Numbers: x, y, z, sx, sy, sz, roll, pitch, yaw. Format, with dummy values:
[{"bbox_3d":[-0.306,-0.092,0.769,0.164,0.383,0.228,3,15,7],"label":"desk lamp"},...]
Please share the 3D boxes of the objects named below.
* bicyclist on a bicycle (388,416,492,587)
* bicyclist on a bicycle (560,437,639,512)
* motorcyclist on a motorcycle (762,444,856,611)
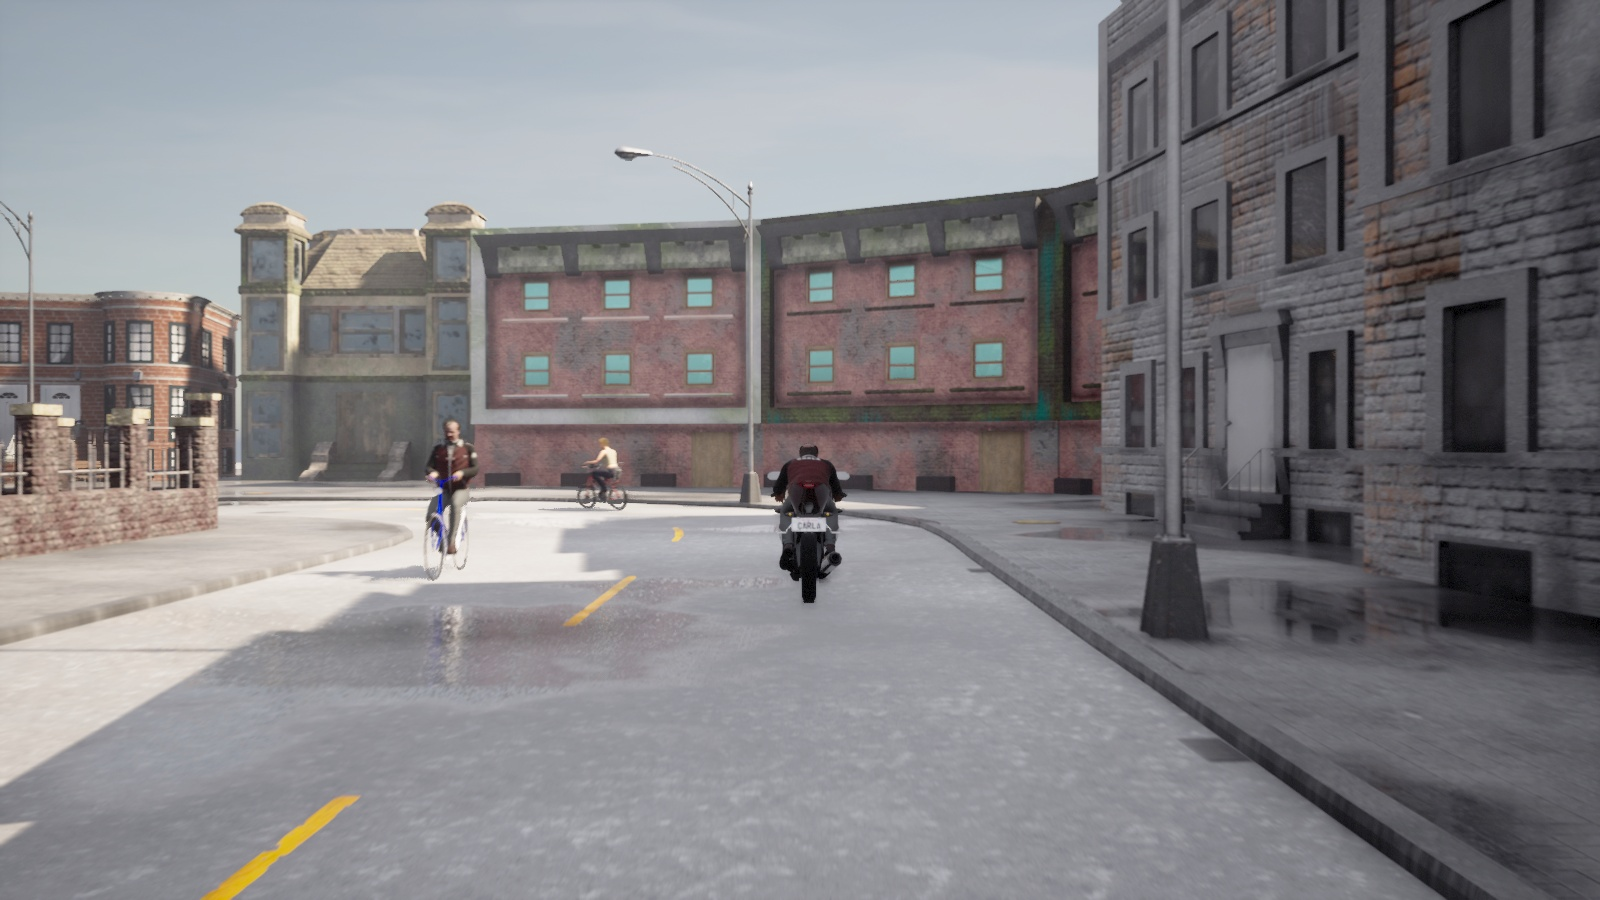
[{"bbox_3d":[-3.960,0.535,13.949,0.659,1.776,1.843,0,0,-1],"label":"bicyclist on a bicycle"},{"bbox_3d":[-4.463,0.524,27.944,1.509,1.612,0.866,0,2,35],"label":"bicyclist on a bicycle"},{"bbox_3d":[0.087,0.710,12.683,0.866,1.530,2.191,0,0,0],"label":"motorcyclist on a motorcycle"}]
